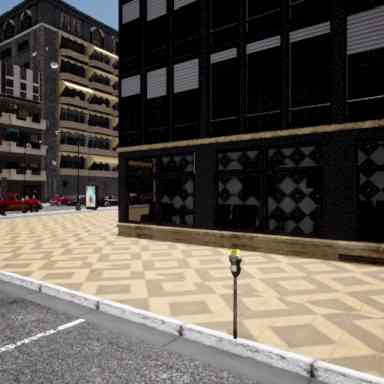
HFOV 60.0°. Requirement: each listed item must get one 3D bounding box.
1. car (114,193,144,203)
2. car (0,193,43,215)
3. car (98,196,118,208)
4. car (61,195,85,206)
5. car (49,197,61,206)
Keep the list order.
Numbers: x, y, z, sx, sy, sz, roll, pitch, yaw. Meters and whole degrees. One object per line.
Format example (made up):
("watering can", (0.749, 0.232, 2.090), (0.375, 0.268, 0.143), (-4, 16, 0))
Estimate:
("car", (-9.795, 0.834, 51.742), (2.008, 1.369, 4.403), (2, 2, 35))
("car", (-15.642, 1.029, 28.813), (2.192, 1.841, 5.009), (1, 2, 35))
("car", (-9.271, 1.072, 37.901), (1.947, 1.339, 4.313), (1, 2, 35))
("car", (-13.642, 1.047, 41.778), (1.994, 1.385, 4.181), (0, 1, 35))
("car", (-16.166, 1.074, 42.663), (1.802, 1.307, 4.206), (1, 2, 35))
